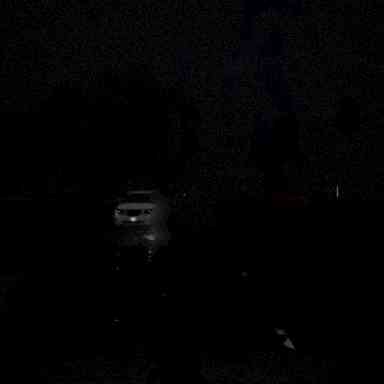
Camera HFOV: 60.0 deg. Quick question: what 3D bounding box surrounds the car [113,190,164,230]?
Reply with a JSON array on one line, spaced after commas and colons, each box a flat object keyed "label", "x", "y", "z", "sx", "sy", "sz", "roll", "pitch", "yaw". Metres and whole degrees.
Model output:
[{"label": "car", "x": -2.851, "y": 0.930, "z": 18.899, "sx": 2.150, "sy": 2.045, "sz": 5.566, "roll": 0, "pitch": 1, "yaw": 0}]

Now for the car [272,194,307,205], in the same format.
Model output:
[{"label": "car", "x": 14.143, "y": 0.969, "z": 48.209, "sx": 5.008, "sy": 1.535, "sz": 1.882, "roll": 1, "pitch": 2, "yaw": 0}]
